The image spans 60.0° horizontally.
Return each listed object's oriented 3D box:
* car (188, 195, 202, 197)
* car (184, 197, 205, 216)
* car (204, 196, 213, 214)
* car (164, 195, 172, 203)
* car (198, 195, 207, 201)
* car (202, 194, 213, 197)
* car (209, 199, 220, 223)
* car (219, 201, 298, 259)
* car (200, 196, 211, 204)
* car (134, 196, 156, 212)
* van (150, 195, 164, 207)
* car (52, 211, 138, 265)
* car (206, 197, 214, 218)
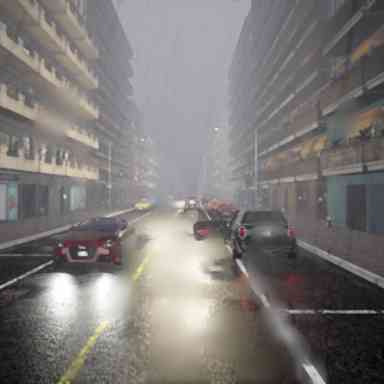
[{"bbox_3d":[-0.007,1.357,51.303,2.097,1.767,4.553,0,0,0],"label":"car"},{"bbox_3d":[0.044,1.539,36.883,2.033,1.411,5.357,0,0,0],"label":"car"},{"bbox_3d":[2.678,1.518,39.565,1.752,1.417,4.829,0,0,0],"label":"car"},{"bbox_3d":[-5.710,1.474,67.724,1.967,1.590,4.097,0,0,0],"label":"car"},{"bbox_3d":[2.666,1.515,84.688,1.967,1.590,4.097,0,0,0],"label":"car"},{"bbox_3d":[2.673,1.329,56.379,2.192,1.841,5.009,0,0,0],"label":"car"},{"bbox_3d":[2.682,1.536,28.071,1.887,1.381,4.507,0,0,0],"label":"car"},{"bbox_3d":[2.386,1.344,12.681,2.097,1.767,4.553,0,0,0],"label":"car"},{"bbox_3d":[2.671,1.585,67.702,2.008,1.369,4.403,0,0,0],"label":"car"},{"bbox_3d":[-5.702,1.518,39.245,1.752,1.417,4.829,0,0,0],"label":"car"},{"bbox_3d":[-5.706,1.345,50.739,1.690,1.788,3.998,0,0,0],"label":"van"},{"bbox_3d":[-3.102,1.556,11.423,1.994,1.385,4.181,0,0,0],"label":"car"},{"bbox_3d":[2.680,1.535,33.736,1.887,1.381,4.507,0,0,0],"label":"car"}]
